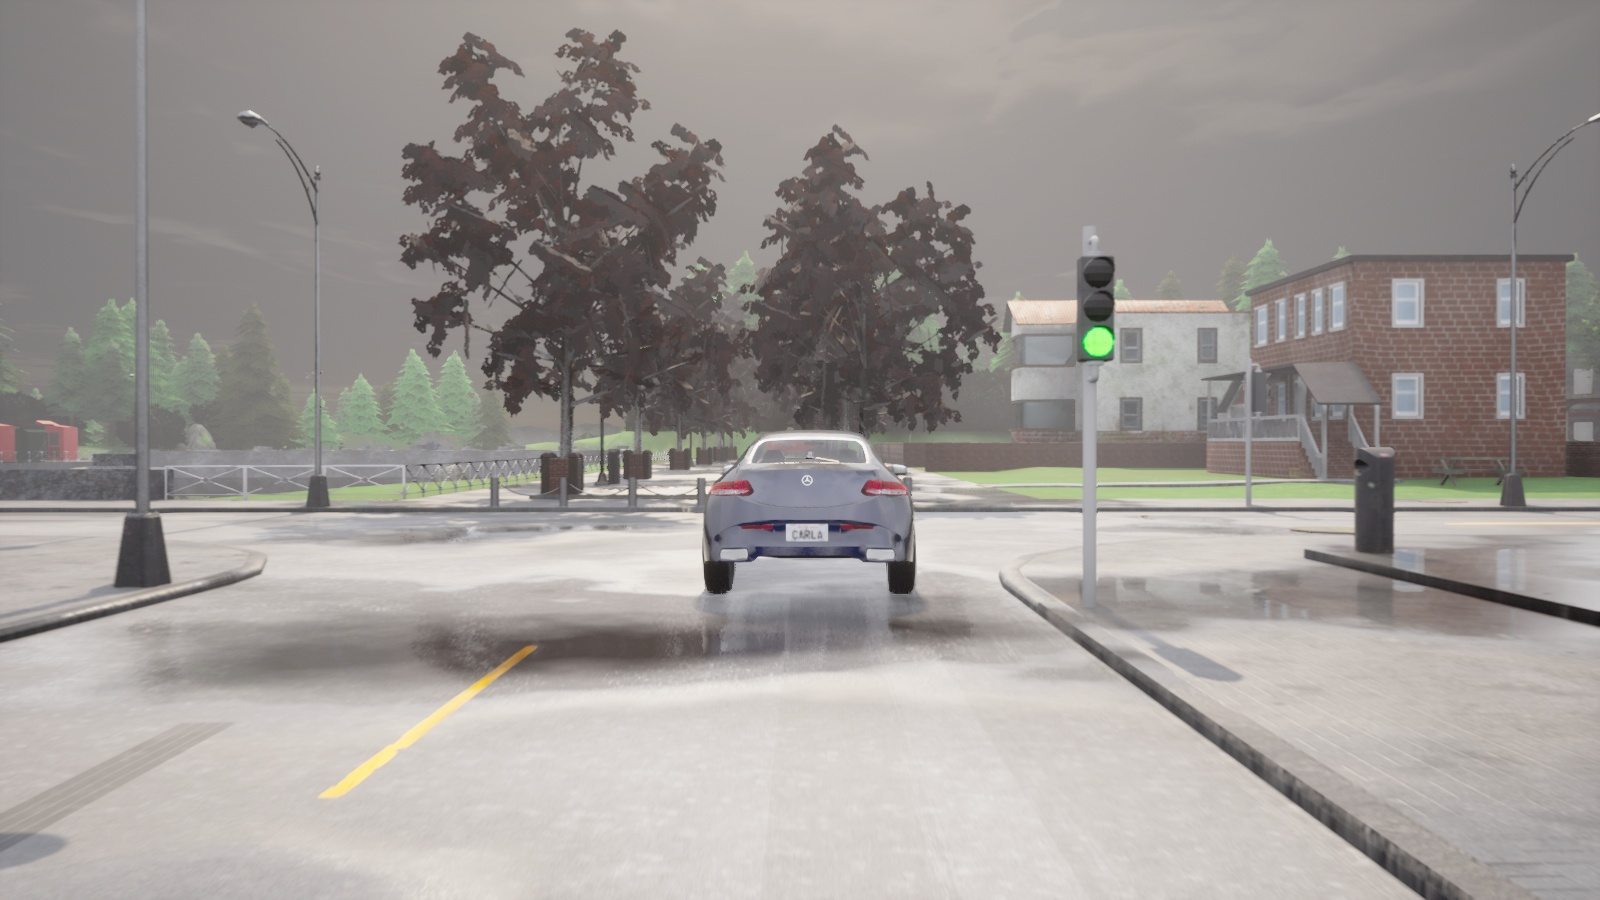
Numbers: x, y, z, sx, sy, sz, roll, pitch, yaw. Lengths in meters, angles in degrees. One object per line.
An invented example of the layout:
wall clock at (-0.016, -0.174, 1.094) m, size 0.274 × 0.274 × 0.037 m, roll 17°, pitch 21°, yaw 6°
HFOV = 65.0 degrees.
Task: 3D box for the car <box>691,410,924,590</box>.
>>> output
car at (0.163, 0.447, 14.121) m, size 2.152 × 1.651 × 5.027 m, roll 0°, pitch 0°, yaw 2°
